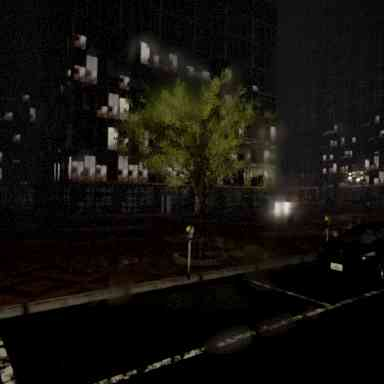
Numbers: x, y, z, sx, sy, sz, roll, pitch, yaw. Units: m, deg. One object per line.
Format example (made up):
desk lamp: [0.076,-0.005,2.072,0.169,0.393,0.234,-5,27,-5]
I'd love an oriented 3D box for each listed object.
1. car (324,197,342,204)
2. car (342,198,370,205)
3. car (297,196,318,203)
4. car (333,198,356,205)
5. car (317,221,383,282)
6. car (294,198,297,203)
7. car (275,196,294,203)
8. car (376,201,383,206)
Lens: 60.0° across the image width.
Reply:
car: [27.684,1.681,64.566,1.967,1.590,4.097,1,-1,-20]
car: [29.611,1.756,59.316,2.008,1.369,4.403,1,-1,-20]
car: [29.286,1.812,83.055,2.192,1.841,5.009,1,-1,-20]
car: [33.142,1.977,72.550,2.008,1.369,4.403,1,-1,-20]
car: [5.566,1.573,9.832,4.313,1.339,1.947,0,1,-34]
car: [27.353,2.115,88.303,1.802,1.307,4.206,1,-1,-20]
car: [21.897,1.788,80.313,1.967,1.590,4.097,1,-1,-20]
car: [36.943,1.882,62.207,1.752,1.417,4.829,1,-1,-20]
